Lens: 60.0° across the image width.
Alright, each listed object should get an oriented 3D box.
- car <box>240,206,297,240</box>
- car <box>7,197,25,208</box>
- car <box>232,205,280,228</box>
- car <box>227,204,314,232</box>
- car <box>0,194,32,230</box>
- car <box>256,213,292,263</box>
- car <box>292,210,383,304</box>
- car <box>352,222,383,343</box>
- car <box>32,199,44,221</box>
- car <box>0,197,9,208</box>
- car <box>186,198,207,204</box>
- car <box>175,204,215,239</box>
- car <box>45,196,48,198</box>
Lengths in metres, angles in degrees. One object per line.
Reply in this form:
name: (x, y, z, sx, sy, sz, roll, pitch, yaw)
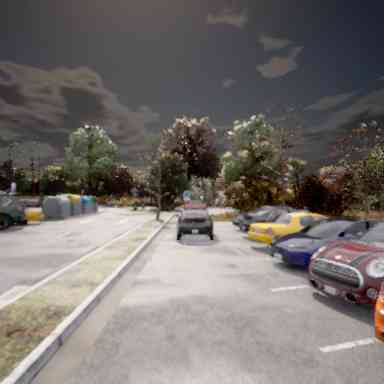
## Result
car: (5.046, 1.557, 14.259, 5.366, 1.575, 1.946, 1, -1, -20)
car: (-30.199, 1.817, 57.193, 2.185, 1.767, 4.553, 1, -3, -19)
car: (4.880, 1.576, 17.584, 4.892, 1.521, 2.231, 1, -1, -20)
car: (4.904, 1.592, 20.978, 4.892, 1.521, 2.231, 1, 0, -20)
car: (-13.267, 1.312, 20.543, 5.566, 2.045, 2.435, -1, 0, -20)
car: (4.837, 1.570, 10.784, 4.792, 1.488, 2.163, 1, 0, -20)
car: (4.882, 1.398, 7.416, 4.553, 1.767, 2.185, 1, 0, -20)
car: (4.812, 1.382, 4.425, 4.553, 1.767, 2.185, 1, -1, -20)
car: (-13.395, 1.563, 23.517, 5.366, 1.575, 1.946, -1, 0, -20)
car: (-33.236, 1.821, 57.303, 2.185, 1.767, 4.553, 1, -3, -19)
car: (0.427, 1.468, 33.323, 2.097, 1.767, 4.553, 0, 0, 4)
car: (0.158, 1.596, 17.876, 1.837, 1.490, 4.892, 0, 0, 0)
car: (-24.181, 1.691, 57.151, 2.435, 2.045, 5.566, 1, -3, -19)
